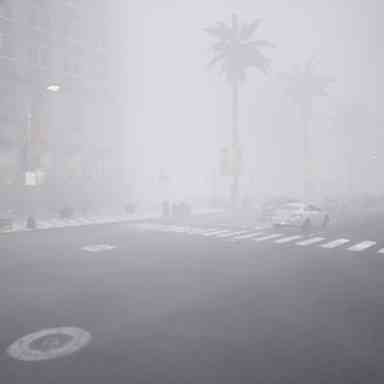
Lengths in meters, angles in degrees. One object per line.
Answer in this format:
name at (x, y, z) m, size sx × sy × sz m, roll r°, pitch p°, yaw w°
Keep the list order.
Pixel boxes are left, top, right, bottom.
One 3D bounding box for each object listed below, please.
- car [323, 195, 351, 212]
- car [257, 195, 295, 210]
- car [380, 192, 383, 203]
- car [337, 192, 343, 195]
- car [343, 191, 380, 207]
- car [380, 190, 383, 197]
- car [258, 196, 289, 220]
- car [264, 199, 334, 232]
car at (13.185, 1.232, 31.765) m, size 1.895 × 1.301 × 4.718 m, roll -1°, pitch 0°, yaw 43°
car at (9.524, 1.182, 37.503) m, size 2.161 × 1.482 × 4.786 m, roll -1°, pitch 0°, yaw 42°
car at (26.799, 0.937, 46.251) m, size 1.895 × 1.301 × 4.718 m, roll -1°, pitch 0°, yaw 43°
car at (24.552, 0.697, 53.470) m, size 2.185 × 1.767 × 4.553 m, roll -1°, pitch 0°, yaw 42°
car at (19.947, 0.836, 38.983) m, size 2.097 × 1.767 × 4.553 m, roll -1°, pitch 0°, yaw 43°
car at (44.392, 0.391, 75.131) m, size 2.231 × 1.521 × 4.892 m, roll -1°, pitch 0°, yaw 42°
car at (6.851, 1.274, 24.997) m, size 1.837 × 1.490 × 4.892 m, roll -1°, pitch 0°, yaw 43°
car at (6.187, 1.332, 18.886) m, size 1.812 × 1.442 × 4.674 m, roll -1°, pitch 0°, yaw 41°
